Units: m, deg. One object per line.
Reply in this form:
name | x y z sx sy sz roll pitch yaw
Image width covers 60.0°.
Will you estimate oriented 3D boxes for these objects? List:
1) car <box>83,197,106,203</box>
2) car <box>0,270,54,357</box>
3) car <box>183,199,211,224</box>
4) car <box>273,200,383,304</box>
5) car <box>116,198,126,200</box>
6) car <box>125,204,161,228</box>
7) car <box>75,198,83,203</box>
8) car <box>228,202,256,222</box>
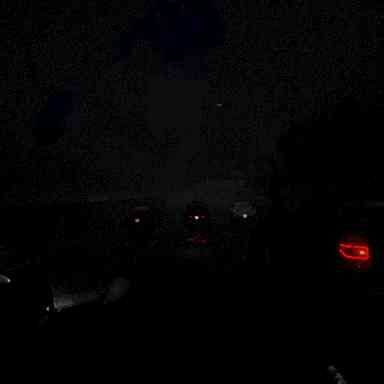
car | -16.211 1.632 56.511 1.882 1.535 5.008 0 0 3
car | -3.380 1.554 4.076 1.994 1.385 4.181 0 0 0
car | 0.368 1.495 24.635 1.837 1.490 4.892 0 -1 1
car | 3.638 1.205 8.254 2.150 2.045 5.566 0 0 0
car | -12.557 1.742 59.354 1.994 1.385 4.181 0 0 3
car | -3.185 1.511 21.953 1.812 1.442 4.674 0 0 1
car | -19.528 1.740 59.939 1.994 1.385 4.181 0 0 3
car | 3.910 1.524 26.516 1.812 1.442 4.674 0 0 1
